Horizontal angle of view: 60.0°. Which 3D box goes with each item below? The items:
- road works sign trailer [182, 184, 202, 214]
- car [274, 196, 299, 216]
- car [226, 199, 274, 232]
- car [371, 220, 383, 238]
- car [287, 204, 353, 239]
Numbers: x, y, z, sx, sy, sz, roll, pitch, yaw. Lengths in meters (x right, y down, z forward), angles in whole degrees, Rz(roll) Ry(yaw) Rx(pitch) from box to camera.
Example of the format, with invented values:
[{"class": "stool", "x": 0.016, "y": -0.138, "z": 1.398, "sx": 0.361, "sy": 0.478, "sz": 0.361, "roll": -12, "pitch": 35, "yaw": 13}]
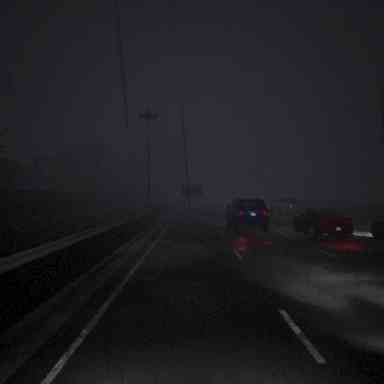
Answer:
[{"class": "road works sign trailer", "x": -0.004, "y": 0.872, "z": 40.594, "sx": 2.380, "sy": 3.560, "sz": 2.880, "roll": 0, "pitch": -1, "yaw": 0}, {"class": "car", "x": 10.598, "y": 1.606, "z": 38.273, "sx": 2.150, "sy": 2.045, "sz": 5.566, "roll": 0, "pitch": -1, "yaw": 0}, {"class": "car", "x": 3.598, "y": 1.445, "z": 22.228, "sx": 2.150, "sy": 2.045, "sz": 5.566, "roll": 0, "pitch": -1, "yaw": 0}, {"class": "car", "x": 10.598, "y": 1.728, "z": 16.169, "sx": 1.994, "sy": 1.385, "sz": 4.181, "roll": 0, "pitch": -1, "yaw": 0}, {"class": "car", "x": 7.098, "y": 1.665, "z": 18.590, "sx": 1.882, "sy": 1.535, "sz": 5.008, "roll": 0, "pitch": -1, "yaw": 0}]
